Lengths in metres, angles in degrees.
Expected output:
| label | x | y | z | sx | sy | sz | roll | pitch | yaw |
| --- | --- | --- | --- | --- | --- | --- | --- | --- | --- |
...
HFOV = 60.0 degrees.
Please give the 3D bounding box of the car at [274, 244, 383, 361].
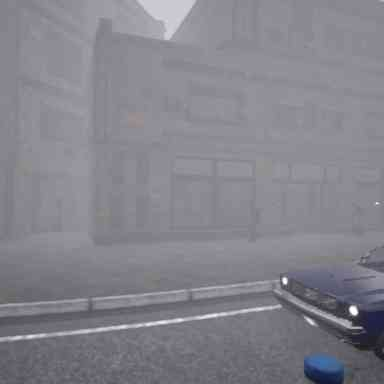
| label | x | y | z | sx | sy | sz | roll | pitch | yaw |
| --- | --- | --- | --- | --- | --- | --- | --- | --- | --- |
| car | 3.811 | 1.575 | 5.589 | 4.718 | 1.301 | 1.895 | 0 | 1 | -20 |
